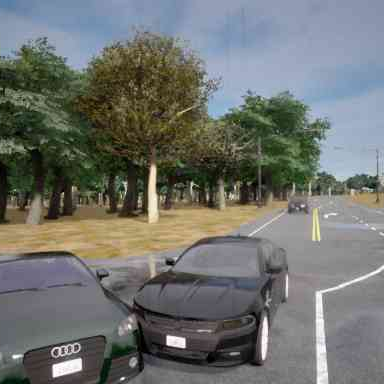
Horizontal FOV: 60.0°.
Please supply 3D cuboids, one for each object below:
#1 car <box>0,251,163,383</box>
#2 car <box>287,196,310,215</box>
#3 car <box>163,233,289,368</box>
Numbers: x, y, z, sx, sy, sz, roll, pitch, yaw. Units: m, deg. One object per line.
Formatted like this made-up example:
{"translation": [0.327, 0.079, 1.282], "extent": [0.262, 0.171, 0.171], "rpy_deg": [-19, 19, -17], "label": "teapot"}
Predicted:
{"translation": [-2.335, 1.644, 5.028], "extent": [1.994, 1.385, 4.181], "rpy_deg": [2, -2, -33], "label": "car"}
{"translation": [12.238, 1.440, 37.963], "extent": [2.150, 2.045, 5.566], "rpy_deg": [-1, 0, 22], "label": "car"}
{"translation": [0.706, 1.614, 6.337], "extent": [1.882, 1.535, 5.008], "rpy_deg": [-1, -2, 21], "label": "car"}
